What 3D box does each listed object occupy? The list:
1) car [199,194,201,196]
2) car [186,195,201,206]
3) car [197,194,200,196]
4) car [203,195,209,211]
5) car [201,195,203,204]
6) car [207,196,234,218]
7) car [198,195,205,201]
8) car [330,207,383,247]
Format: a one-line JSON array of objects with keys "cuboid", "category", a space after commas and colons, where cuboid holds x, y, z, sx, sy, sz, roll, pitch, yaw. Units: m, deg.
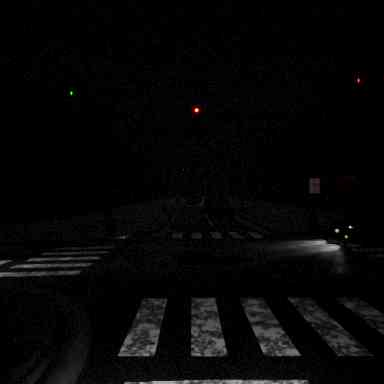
[{"cuboid": [2.985, 1.499, 68.109, 2.097, 1.767, 4.553, 0, 0, 0], "category": "car"}, {"cuboid": [0.059, 1.664, 56.173, 1.994, 1.385, 4.181, 0, 0, 0], "category": "car"}, {"cuboid": [-0.003, 1.681, 65.415, 2.033, 1.411, 5.357, 0, 0, 0], "category": "car"}, {"cuboid": [2.627, 1.356, 35.341, 2.192, 1.841, 5.009, -1, 0, 0], "category": "car"}, {"cuboid": [2.626, 1.369, 40.743, 2.192, 1.841, 5.009, -1, 0, 0], "category": "car"}, {"cuboid": [2.628, 1.470, 29.939, 1.967, 1.590, 4.097, -1, 0, 0], "category": "car"}, {"cuboid": [2.624, 1.702, 94.767, 1.967, 1.590, 4.097, -1, 0, 0], "category": "car"}, {"cuboid": [7.703, 1.292, 13.097, 4.181, 1.385, 1.994, -1, 0, 0], "category": "car"}]
